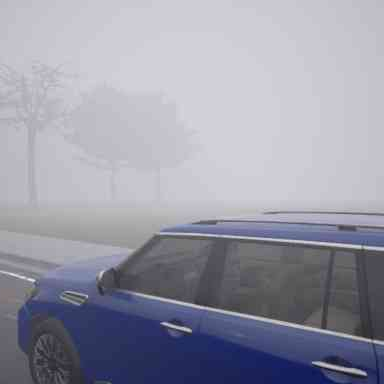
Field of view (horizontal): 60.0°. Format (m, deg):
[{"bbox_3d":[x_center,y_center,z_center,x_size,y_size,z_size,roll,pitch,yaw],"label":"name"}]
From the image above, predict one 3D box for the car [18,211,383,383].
[{"bbox_3d":[0.568,1.222,3.286,5.566,2.045,2.150,0,0,35],"label":"car"}]
